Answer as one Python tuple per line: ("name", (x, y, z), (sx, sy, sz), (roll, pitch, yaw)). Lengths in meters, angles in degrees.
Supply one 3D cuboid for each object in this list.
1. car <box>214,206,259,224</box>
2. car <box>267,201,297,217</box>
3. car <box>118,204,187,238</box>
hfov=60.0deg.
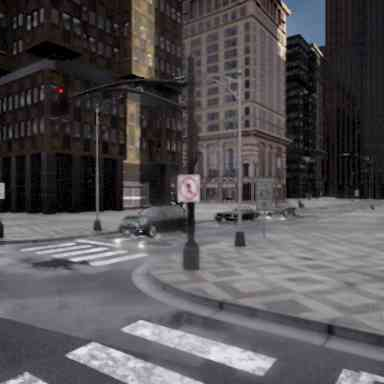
("car", (3.683, 1.818, 27.074), (1.895, 1.301, 4.718), (0, 0, 36))
("car", (9.619, 1.759, 35.274), (1.837, 1.490, 4.892), (0, 0, 36))
("car", (-2.058, 1.528, 19.123), (2.097, 1.767, 4.553), (0, 0, 36))
